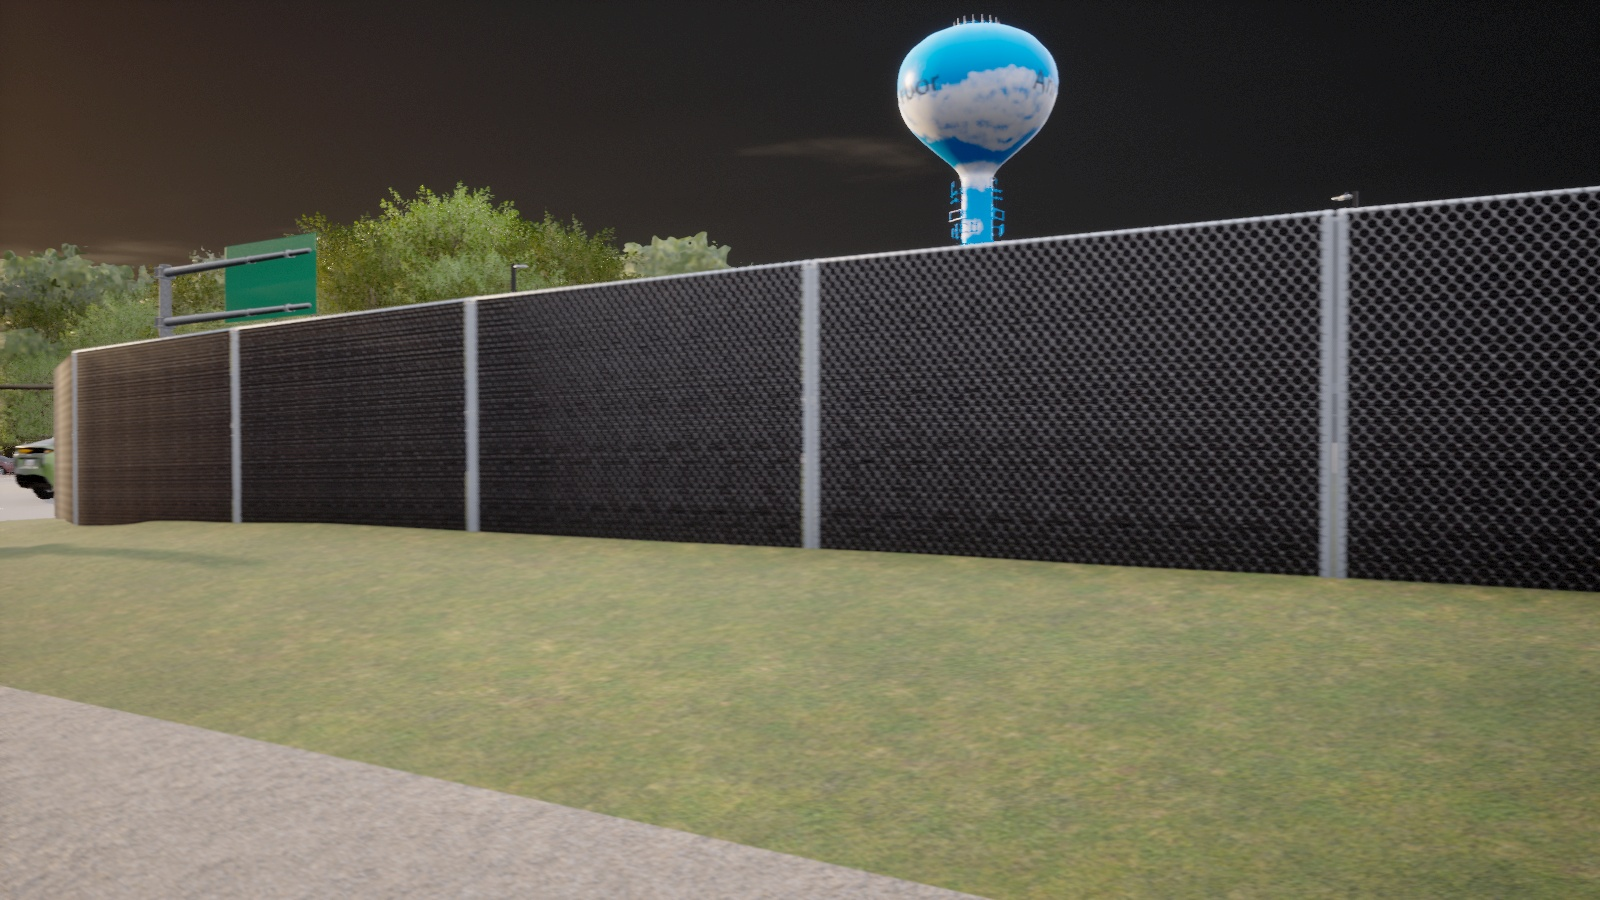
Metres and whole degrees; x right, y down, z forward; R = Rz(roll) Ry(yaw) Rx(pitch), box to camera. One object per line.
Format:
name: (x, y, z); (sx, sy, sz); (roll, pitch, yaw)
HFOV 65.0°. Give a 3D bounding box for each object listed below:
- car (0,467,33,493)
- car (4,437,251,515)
car: (-50.874, 1.963, 79.469); (3.633, 1.501, 1.845); (-3, 0, 9)
car: (-15.270, 0.552, 28.763); (2.007, 1.525, 4.514); (-1, 1, 34)
